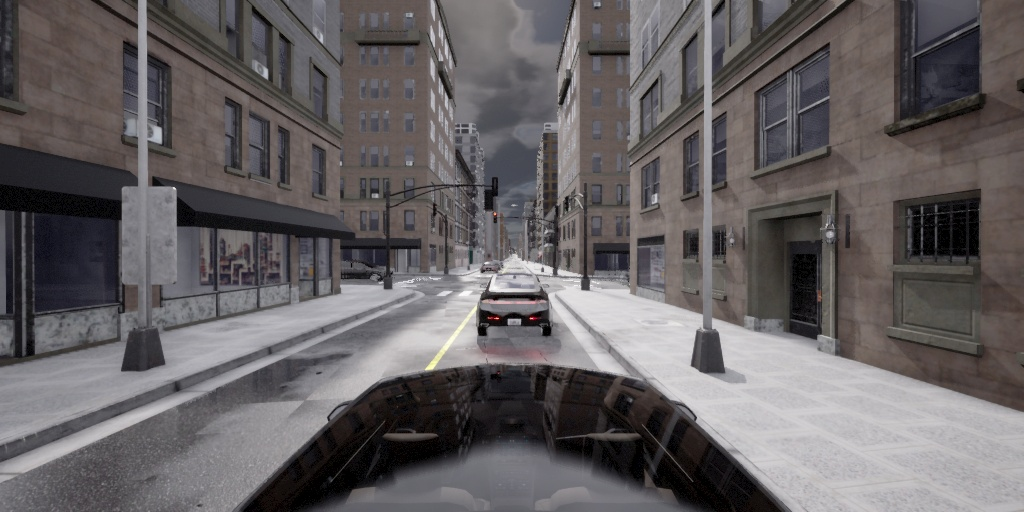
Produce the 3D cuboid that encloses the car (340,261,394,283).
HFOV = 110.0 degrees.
[{"bbox_3d":[-11.187,1.134,26.249,4.892,1.490,1.837,1,0,0],"label":"car"}]

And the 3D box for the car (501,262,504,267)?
[{"bbox_3d":[-2.625,1.334,53.955,1.837,1.490,4.892,0,0,0],"label":"car"}]

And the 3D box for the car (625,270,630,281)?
[{"bbox_3d":[10.822,1.473,26.222,4.902,1.511,2.128,1,0,0],"label":"car"}]

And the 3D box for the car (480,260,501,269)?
[{"bbox_3d":[-2.719,1.372,44.002,1.994,1.385,4.181,0,0,1],"label":"car"}]

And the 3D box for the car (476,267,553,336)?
[{"bbox_3d":[0.074,1.243,10.348,2.128,1.511,4.902,0,0,1],"label":"car"}]
